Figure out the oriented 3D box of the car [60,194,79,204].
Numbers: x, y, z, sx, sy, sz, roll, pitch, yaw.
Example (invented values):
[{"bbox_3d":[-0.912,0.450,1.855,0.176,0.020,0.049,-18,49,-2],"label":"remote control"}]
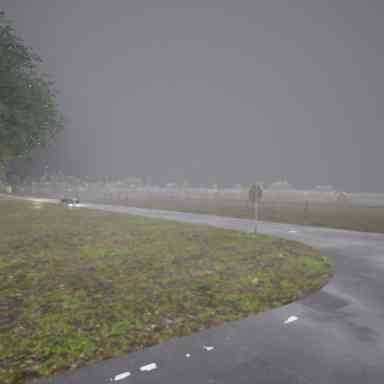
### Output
[{"bbox_3d":[-18.435,0.997,50.141,2.128,1.511,4.902,2,-1,-35],"label":"car"}]
